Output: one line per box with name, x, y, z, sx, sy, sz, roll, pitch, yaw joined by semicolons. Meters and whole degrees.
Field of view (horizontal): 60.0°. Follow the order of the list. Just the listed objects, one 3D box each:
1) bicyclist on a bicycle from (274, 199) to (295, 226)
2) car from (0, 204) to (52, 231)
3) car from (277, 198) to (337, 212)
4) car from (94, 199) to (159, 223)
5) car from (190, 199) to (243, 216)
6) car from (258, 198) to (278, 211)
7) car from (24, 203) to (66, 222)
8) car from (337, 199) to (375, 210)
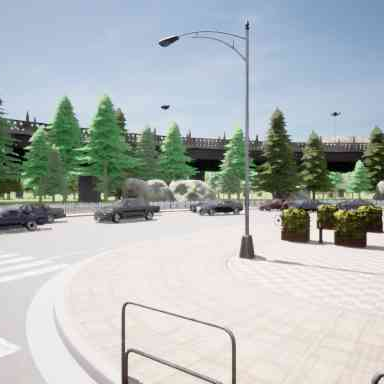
bicyclist on a bicycle;5.535;1.245;19.605;0.582;1.620;1.656;0;0;-44
car;-10.533;1.545;18.200;1.895;1.301;4.718;0;0;36
car;12.450;1.492;36.110;5.357;1.411;2.033;0;0;-12
car;-5.075;1.297;25.061;2.097;1.767;4.553;0;0;41
car;2.673;1.436;31.952;4.902;1.511;2.128;0;0;-30
car;9.958;1.470;38.811;4.674;1.442;1.812;0;0;-15
car;-11.410;1.492;22.732;2.033;1.411;5.357;0;0;37
car;19.734;1.509;40.189;4.181;1.385;1.994;0;0;0
